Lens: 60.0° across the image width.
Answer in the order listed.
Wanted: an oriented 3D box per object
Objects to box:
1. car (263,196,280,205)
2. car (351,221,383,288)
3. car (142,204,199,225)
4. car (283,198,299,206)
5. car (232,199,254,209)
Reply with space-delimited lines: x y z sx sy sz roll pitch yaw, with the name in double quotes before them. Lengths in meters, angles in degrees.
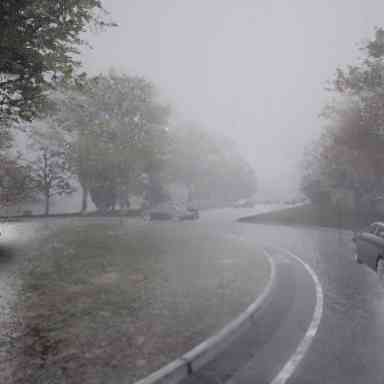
"car" 14.996 1.567 62.652 2.097 1.767 4.553 -1 0 28
"car" 5.666 1.497 8.916 2.128 1.511 4.902 0 0 14
"car" -1.751 1.645 25.708 4.902 1.511 2.128 -1 -1 35
"car" 18.192 1.728 61.038 2.033 1.411 5.357 -1 0 28
"car" 7.590 1.747 48.672 2.033 1.411 5.357 -1 0 28
